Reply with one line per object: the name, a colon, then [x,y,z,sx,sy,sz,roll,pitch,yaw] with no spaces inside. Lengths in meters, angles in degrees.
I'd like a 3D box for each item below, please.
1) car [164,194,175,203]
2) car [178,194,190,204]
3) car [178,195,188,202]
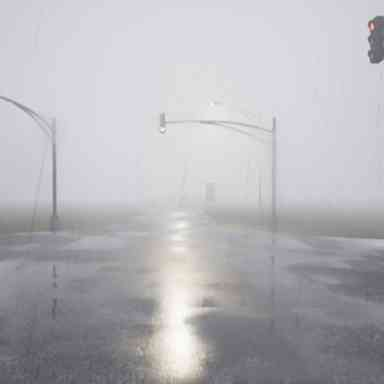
car: [-4.428,1.228,65.494,2.097,1.767,4.553,0,0,-3]
car: [-1.452,1.229,61.391,2.097,1.767,4.553,0,0,-3]
car: [-2.027,1.375,71.467,1.895,1.301,4.718,0,0,-4]
